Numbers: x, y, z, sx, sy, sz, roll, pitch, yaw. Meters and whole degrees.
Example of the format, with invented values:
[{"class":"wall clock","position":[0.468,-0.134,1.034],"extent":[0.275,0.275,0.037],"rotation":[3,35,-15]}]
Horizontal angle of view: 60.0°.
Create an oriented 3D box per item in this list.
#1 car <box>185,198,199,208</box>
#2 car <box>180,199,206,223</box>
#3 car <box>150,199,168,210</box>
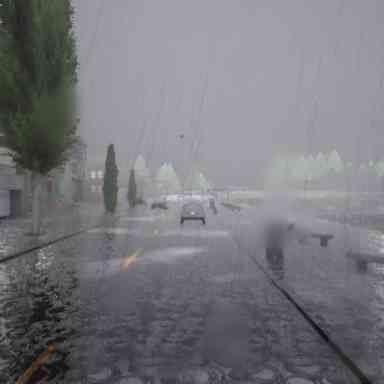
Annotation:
[{"class":"car","position":[0.003,1.593,47.684],"extent":[1.895,1.301,4.718],"rotation":[0,0,1]},{"class":"car","position":[0.071,1.543,25.446],"extent":[2.033,1.411,5.357],"rotation":[0,0,0]},{"class":"car","position":[-4.072,1.594,41.957],"extent":[1.895,1.301,4.718],"rotation":[0,0,0]}]
